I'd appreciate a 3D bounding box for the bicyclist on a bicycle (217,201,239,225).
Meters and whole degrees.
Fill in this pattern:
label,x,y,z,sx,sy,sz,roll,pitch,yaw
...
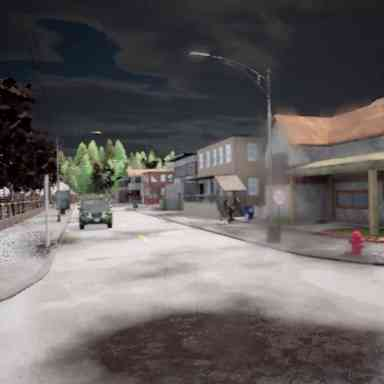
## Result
label,x,y,z,sx,sy,sz,roll,pitch,yaw
bicyclist on a bicycle,2.402,1.418,22.485,1.656,1.620,0.582,-2,0,-19

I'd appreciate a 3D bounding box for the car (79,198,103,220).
label,x,y,z,sx,sy,sz,roll,pitch,yaw
car,-10.523,1.658,34.518,2.150,2.045,5.566,-1,0,-18

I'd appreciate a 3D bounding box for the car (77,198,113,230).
label,x,y,z,sx,sy,sz,roll,pitch,yaw
car,-7.095,1.524,24.349,2.150,2.045,5.566,-1,0,-19
